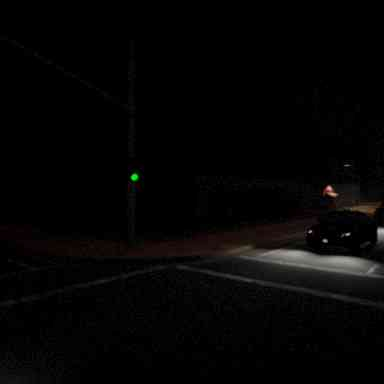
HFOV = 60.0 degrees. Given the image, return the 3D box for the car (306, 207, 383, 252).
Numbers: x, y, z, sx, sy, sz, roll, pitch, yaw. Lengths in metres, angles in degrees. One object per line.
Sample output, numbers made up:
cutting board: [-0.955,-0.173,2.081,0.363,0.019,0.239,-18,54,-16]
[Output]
car: [6.487,1.532,14.135,1.812,1.442,4.674,0,0,41]

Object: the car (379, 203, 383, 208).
car: [14.266,1.503,23.684,2.128,1.511,4.902,0,0,39]
